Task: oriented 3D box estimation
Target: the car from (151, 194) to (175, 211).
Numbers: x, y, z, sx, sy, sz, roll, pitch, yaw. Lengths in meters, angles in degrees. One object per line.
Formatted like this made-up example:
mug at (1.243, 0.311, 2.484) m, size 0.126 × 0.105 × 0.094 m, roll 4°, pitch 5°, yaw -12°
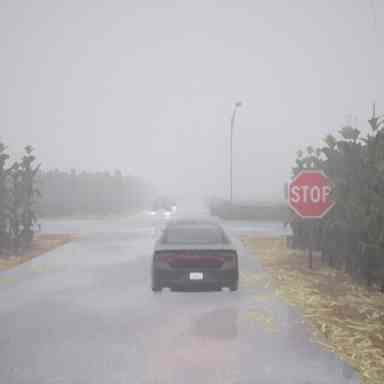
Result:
car at (-3.197, 1.245, 35.699) m, size 1.837 × 1.490 × 4.892 m, roll 0°, pitch 0°, yaw 0°

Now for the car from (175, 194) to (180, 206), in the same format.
car at (-3.193, 1.063, 46.259) m, size 2.097 × 1.767 × 4.553 m, roll 0°, pitch 0°, yaw 0°

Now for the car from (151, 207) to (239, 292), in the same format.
car at (0.018, 1.420, 8.856) m, size 1.882 × 1.535 × 5.008 m, roll 0°, pitch 1°, yaw -1°
